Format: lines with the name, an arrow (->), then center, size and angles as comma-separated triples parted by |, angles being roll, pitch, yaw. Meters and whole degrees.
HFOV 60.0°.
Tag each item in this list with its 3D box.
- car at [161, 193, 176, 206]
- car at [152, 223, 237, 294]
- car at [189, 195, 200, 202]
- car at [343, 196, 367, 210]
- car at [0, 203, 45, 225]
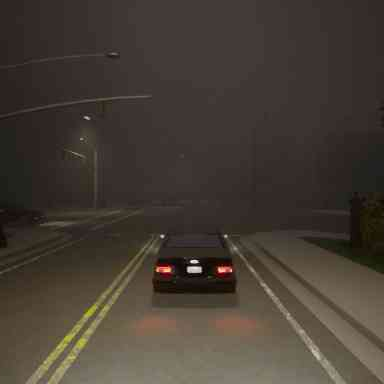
car -> -3.719, 1.221, 53.968 | 2.150, 2.045, 5.566 | 0, 0, 0
car -> 0.053, 1.547, 8.934 | 2.033, 1.411, 5.357 | 0, 0, 0
car -> 0.556, 1.524, 78.948 | 1.812, 1.442, 4.674 | 0, 0, 12
car -> 20.129, 1.306, 38.857 | 4.553, 1.767, 2.097 | 0, 0, -1
car -> -13.367, 1.581, 24.307 | 4.892, 1.490, 1.837 | -1, 0, -1
